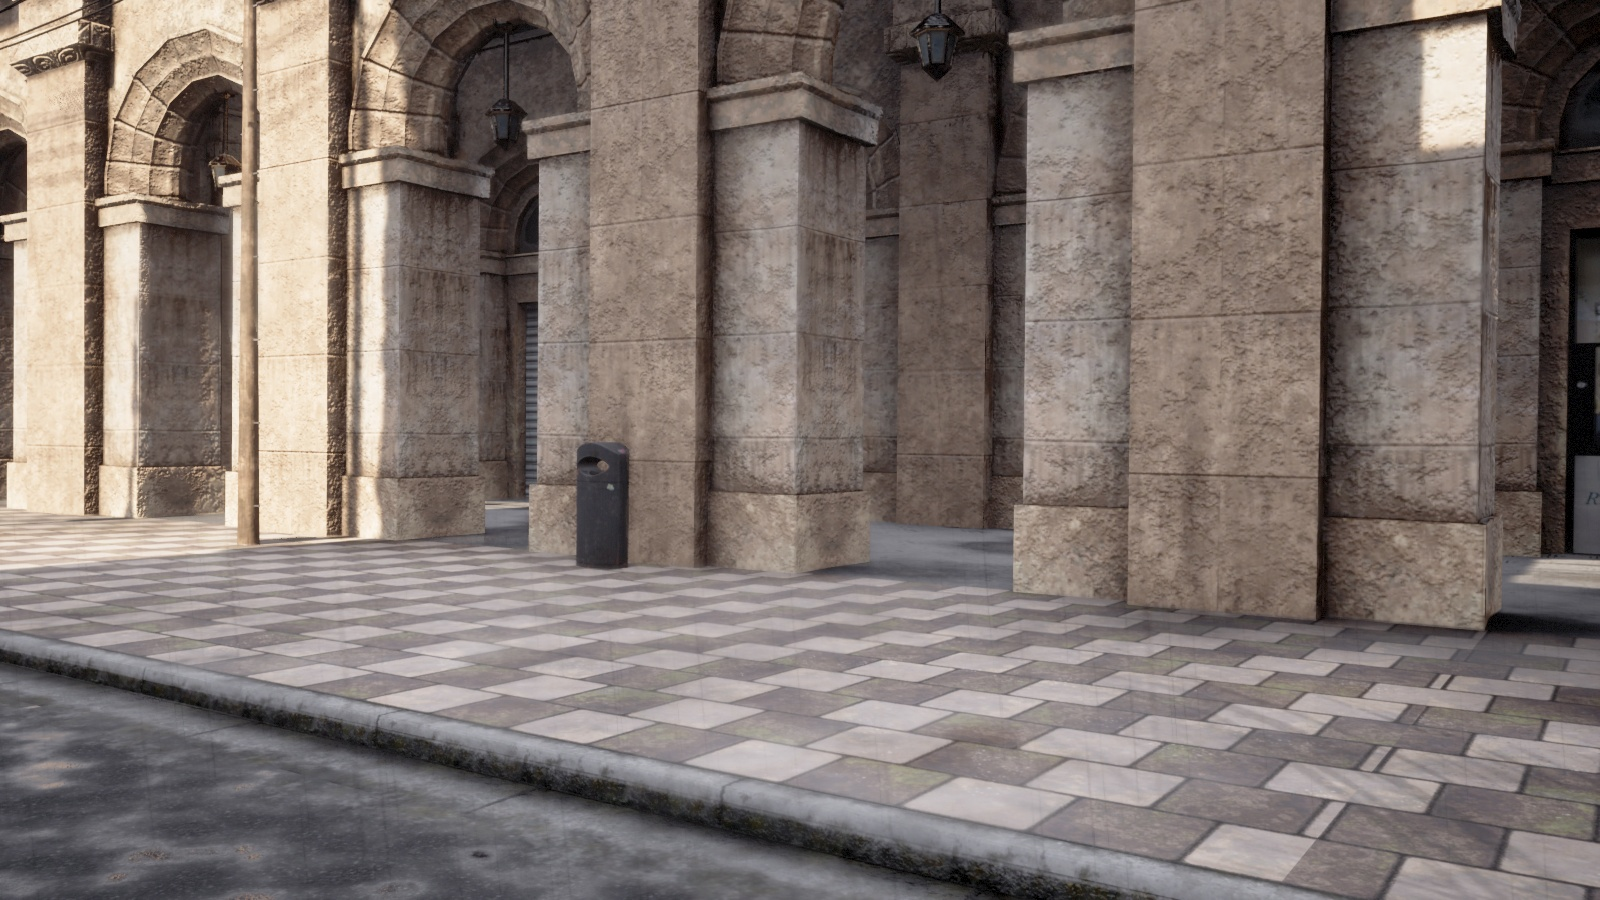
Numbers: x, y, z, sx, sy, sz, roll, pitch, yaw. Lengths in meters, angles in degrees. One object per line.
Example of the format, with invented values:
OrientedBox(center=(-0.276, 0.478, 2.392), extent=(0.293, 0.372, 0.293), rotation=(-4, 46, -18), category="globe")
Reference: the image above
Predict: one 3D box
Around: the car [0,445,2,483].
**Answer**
OrientedBox(center=(-30.009, 0.524, 42.477), extent=(1.895, 1.301, 4.718), rotation=(0, 1, 34), category="car")
